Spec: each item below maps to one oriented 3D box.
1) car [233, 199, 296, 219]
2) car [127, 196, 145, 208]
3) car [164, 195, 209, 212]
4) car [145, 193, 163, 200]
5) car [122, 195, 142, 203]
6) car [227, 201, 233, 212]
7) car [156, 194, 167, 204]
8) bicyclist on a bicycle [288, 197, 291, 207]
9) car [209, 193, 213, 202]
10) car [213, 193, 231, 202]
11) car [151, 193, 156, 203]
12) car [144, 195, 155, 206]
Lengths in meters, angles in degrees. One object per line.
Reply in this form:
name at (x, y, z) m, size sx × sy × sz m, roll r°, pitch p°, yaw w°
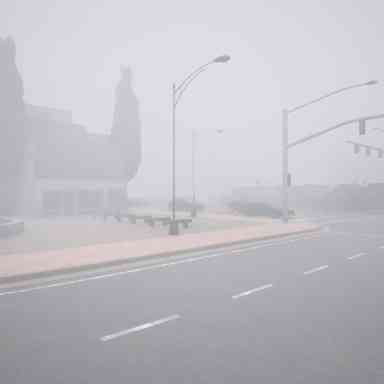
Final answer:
car at (6.587, 1.547, 29.871) m, size 2.033 × 1.411 × 5.357 m, roll 0°, pitch 0°, yaw -39°
car at (-9.308, 1.601, 48.733) m, size 1.895 × 1.301 × 4.718 m, roll 0°, pitch 0°, yaw -40°
car at (-0.698, 1.478, 38.546) m, size 1.882 × 1.535 × 5.008 m, roll 0°, pitch 0°, yaw -40°
car at (-10.018, 1.153, 88.037) m, size 4.605 × 1.855 × 1.932 m, roll 0°, pitch 0°, yaw -42°
car at (-12.514, 1.478, 68.999) m, size 1.882 × 1.535 × 5.008 m, roll 0°, pitch 0°, yaw -40°
car at (5.977, 1.491, 36.072) m, size 2.128 × 1.511 × 4.902 m, roll 0°, pitch 0°, yaw -40°
car at (-6.065, 1.564, 61.442) m, size 1.994 × 1.385 × 4.181 m, roll 0°, pitch 0°, yaw -40°
bicyclist on a bicycle at (12.890, 1.261, 44.827) m, size 1.656 × 1.620 × 0.582 m, roll -7°, pitch 4°, yaw -40°
car at (4.955, 1.156, 71.218) m, size 3.866 × 1.878 × 1.905 m, roll 0°, pitch 0°, yaw -42°
car at (6.873, 1.395, 69.050) m, size 3.806 × 1.475 × 1.970 m, roll 0°, pitch 0°, yaw -42°
car at (-9.146, 1.491, 59.660) m, size 2.128 × 1.511 × 4.902 m, roll 0°, pitch 0°, yaw -40°
car at (-8.470, 1.600, 53.178) m, size 1.895 × 1.301 × 4.718 m, roll 0°, pitch 0°, yaw -40°
